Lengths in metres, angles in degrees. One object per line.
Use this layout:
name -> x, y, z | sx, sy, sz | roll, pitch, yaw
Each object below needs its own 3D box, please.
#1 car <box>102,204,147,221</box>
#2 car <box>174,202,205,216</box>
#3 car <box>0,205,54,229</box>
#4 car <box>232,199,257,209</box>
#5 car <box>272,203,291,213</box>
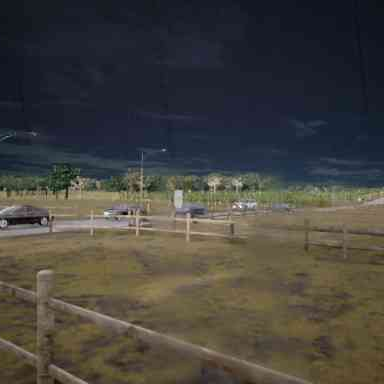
car -> -6.518, 1.959, 32.592 | 2.128, 1.511, 4.902 | 1, -1, 35
car -> -0.266, 2.077, 41.447 | 2.097, 1.767, 4.553 | 1, -1, 35
car -> -12.503, 1.748, 24.108 | 1.837, 1.490, 4.892 | 1, -1, 35
car -> 8.571, 2.072, 53.809 | 2.150, 2.045, 5.566 | 1, -1, 35
car -> 16.060, 2.779, 59.498 | 2.097, 1.767, 4.553 | 1, -1, 35
